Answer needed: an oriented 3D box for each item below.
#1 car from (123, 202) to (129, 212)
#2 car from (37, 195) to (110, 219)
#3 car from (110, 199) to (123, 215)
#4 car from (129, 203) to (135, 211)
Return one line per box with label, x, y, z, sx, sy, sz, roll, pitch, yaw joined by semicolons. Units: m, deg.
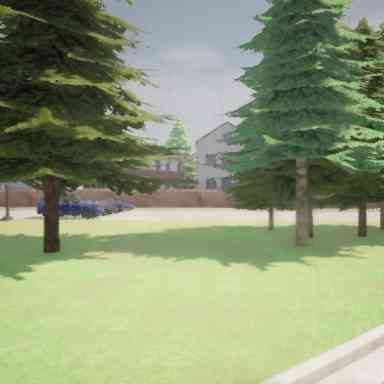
car;-9.604;1.642;35.563;4.718;1.301;1.895;0;0;3
car;-10.371;1.250;28.594;5.566;2.045;2.150;0;0;3
car;-9.585;1.543;32.057;4.892;1.490;1.837;0;0;3
car;-9.026;1.573;39.038;4.674;1.442;1.812;0;0;3
